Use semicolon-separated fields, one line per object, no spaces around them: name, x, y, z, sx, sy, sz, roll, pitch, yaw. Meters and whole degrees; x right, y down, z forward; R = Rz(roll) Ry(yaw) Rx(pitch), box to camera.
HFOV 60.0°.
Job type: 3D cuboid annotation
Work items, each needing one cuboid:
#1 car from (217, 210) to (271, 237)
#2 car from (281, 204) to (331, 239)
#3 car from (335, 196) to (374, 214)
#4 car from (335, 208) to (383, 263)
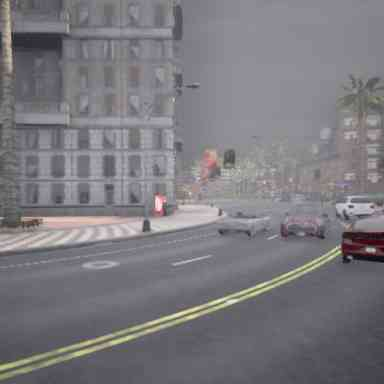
car;3.129;1.736;19.347;1.895;1.301;4.718;0;0;28
car;6.274;1.461;18.084;2.097;1.767;4.553;-1;-1;27
car;14.312;1.377;29.516;2.150;2.045;5.566;0;0;12
car;6.637;1.536;11.629;1.882;1.535;5.008;0;0;36
